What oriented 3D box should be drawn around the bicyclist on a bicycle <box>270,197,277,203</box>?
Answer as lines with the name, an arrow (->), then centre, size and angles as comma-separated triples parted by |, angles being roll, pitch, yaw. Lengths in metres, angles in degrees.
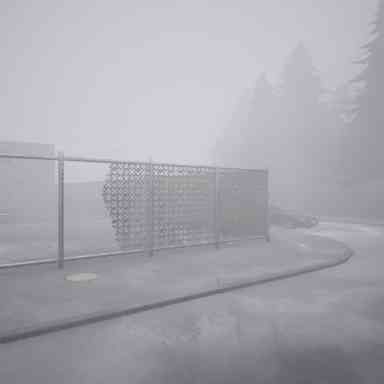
bicyclist on a bicycle -> 7.911, 1.349, 32.441 | 1.656, 1.620, 0.582 | 0, 0, -36

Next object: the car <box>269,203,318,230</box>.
car -> 5.625, 1.505, 21.187 | 1.837, 1.490, 4.892 | 0, 0, -36
